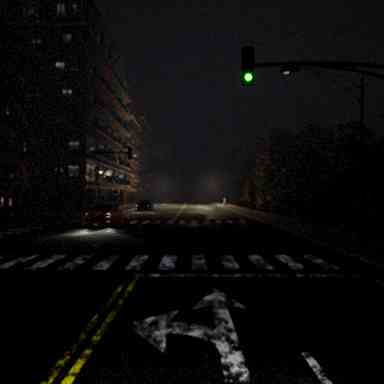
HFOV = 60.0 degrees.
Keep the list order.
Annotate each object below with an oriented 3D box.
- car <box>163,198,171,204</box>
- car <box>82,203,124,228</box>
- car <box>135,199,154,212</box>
[{"bbox_3d":[-6.579,2.383,86.838,1.837,1.490,4.892,0,-1,0],"label":"car"},{"bbox_3d":[-6.530,1.615,24.741,2.097,1.767,4.553,0,0,0],"label":"car"},{"bbox_3d":[-6.541,1.816,46.397,2.097,1.767,4.553,0,-1,0],"label":"car"}]
